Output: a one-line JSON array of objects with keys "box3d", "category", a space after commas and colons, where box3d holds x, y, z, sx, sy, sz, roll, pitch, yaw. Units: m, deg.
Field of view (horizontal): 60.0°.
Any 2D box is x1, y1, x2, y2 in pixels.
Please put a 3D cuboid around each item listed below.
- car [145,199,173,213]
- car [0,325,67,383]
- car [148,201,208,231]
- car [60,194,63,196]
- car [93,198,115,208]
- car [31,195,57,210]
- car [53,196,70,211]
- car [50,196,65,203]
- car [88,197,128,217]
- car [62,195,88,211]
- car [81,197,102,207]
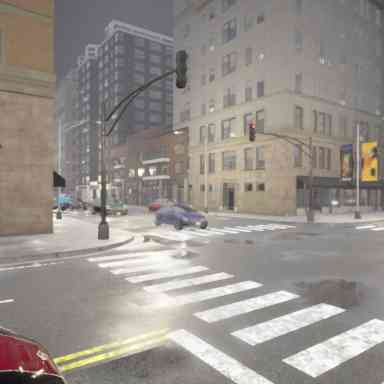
[{"box3d": [-3.207, 1.426, 34.196, 1.967, 1.590, 4.097, 0, 0, -35], "category": "car"}, {"box3d": [-2.844, 1.352, 1.441, 4.553, 1.767, 2.097, 0, 0, -36], "category": "car"}, {"box3d": [-0.815, 1.505, 20.688, 1.812, 1.442, 4.674, 0, 0, -30], "category": "car"}, {"box3d": [-21.794, 1.456, 51.188, 2.128, 1.511, 4.902, 0, 0, -35], "category": "car"}, {"box3d": [-12.629, 1.562, 47.571, 1.802, 1.307, 4.206, 0, 0, -35], "category": "car"}, {"box3d": [-19.190, 1.267, 42.953, 2.192, 1.841, 5.009, 0, 0, -35], "category": "car"}, {"box3d": [-16.051, 1.519, 38.494, 1.947, 1.339, 4.313, 0, 0, -35], "category": "car"}, {"box3d": [-28.333, 1.560, 69.863, 1.947, 1.339, 4.313, 0, 0, -35], "category": "car"}, {"box3d": [-7.749, 1.319, 31.129, 2.097, 1.767, 4.553, 0, 0, -35], "category": "car"}, {"box3d": [-14.155, 1.467, 40.223, 1.837, 1.490, 4.892, 0, 0, -35], "category": "car"}, {"box3d": [-15.868, 1.506, 52.168, 1.752, 1.417, 4.829, 0, 0, -35], "category": "car"}]
